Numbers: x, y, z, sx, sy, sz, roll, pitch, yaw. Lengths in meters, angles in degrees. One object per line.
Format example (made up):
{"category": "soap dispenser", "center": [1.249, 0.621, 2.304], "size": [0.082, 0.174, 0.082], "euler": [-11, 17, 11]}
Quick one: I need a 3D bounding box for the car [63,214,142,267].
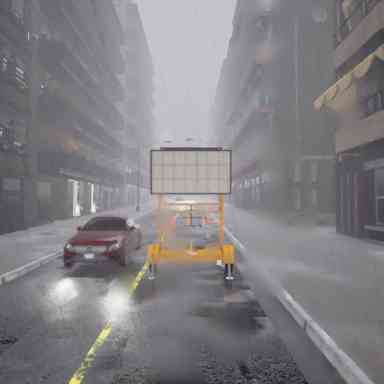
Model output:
{"category": "car", "center": [-2.876, 1.532, 11.619], "size": [1.812, 1.442, 4.674], "euler": [0, 0, 0]}

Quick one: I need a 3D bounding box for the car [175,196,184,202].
{"category": "car", "center": [-2.912, 1.650, 76.206], "size": [1.895, 1.301, 4.718], "euler": [0, 0, 0]}

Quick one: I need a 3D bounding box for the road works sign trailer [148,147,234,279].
{"category": "road works sign trailer", "center": [-0.029, 0.470, 10.000], "size": [2.380, 3.560, 2.880], "euler": [0, 0, 0]}
